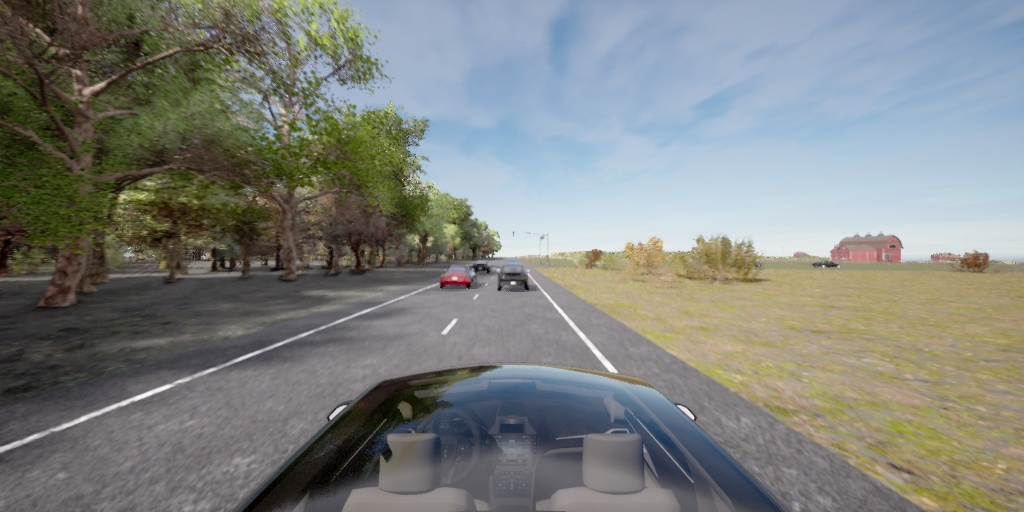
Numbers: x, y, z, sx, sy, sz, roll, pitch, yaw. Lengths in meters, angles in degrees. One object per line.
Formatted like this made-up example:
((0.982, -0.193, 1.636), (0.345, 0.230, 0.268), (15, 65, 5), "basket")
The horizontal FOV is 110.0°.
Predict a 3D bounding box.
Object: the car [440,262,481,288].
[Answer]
((-3.417, 1.290, 23.475), (1.994, 1.385, 4.181), (0, 0, 0), "car")

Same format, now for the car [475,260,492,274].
((-3.401, 1.178, 41.192), (1.882, 1.535, 5.008), (0, 0, 0), "car")

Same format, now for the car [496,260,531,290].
((0.079, 1.234, 22.342), (1.837, 1.490, 4.892), (0, 1, 0), "car")
